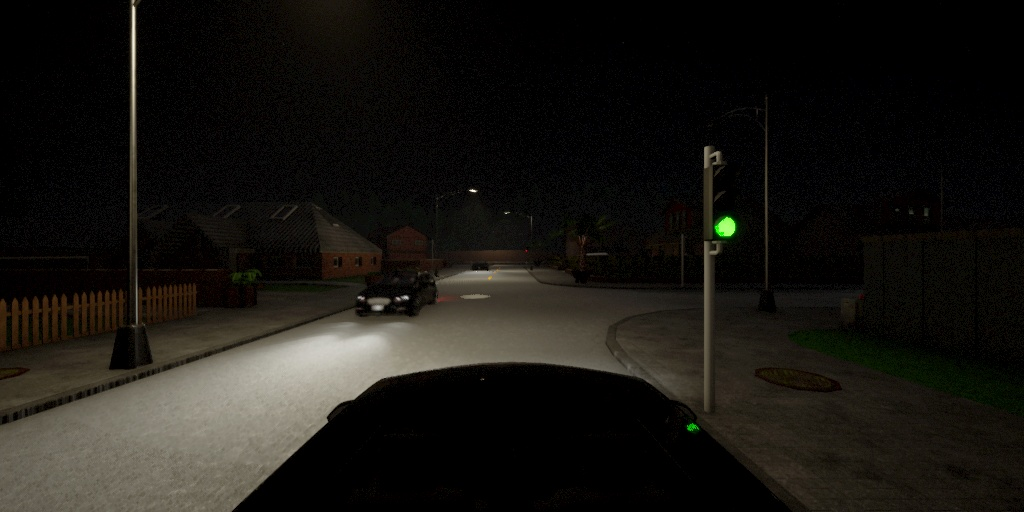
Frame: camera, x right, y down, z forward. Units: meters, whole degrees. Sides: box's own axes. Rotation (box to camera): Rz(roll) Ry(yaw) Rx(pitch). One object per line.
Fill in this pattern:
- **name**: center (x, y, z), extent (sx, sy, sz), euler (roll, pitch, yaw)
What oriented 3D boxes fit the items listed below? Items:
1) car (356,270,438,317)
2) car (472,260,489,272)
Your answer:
- **car**: center (-4.001, 1.283, 13.156), extent (2.128, 1.511, 4.902), euler (0, 0, 0)
- **car**: center (-3.995, 1.263, 45.939), extent (1.994, 1.385, 4.181), euler (0, 0, 0)
